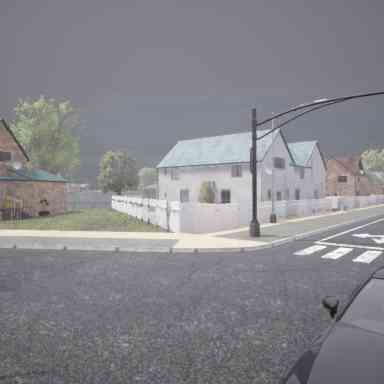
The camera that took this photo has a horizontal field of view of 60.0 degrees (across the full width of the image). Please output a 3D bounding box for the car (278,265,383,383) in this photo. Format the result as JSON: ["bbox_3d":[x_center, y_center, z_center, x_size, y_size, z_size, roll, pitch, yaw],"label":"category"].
[{"bbox_3d":[2.517,1.524,3.390,1.812,1.442,4.674,0,0,42],"label":"car"}]
